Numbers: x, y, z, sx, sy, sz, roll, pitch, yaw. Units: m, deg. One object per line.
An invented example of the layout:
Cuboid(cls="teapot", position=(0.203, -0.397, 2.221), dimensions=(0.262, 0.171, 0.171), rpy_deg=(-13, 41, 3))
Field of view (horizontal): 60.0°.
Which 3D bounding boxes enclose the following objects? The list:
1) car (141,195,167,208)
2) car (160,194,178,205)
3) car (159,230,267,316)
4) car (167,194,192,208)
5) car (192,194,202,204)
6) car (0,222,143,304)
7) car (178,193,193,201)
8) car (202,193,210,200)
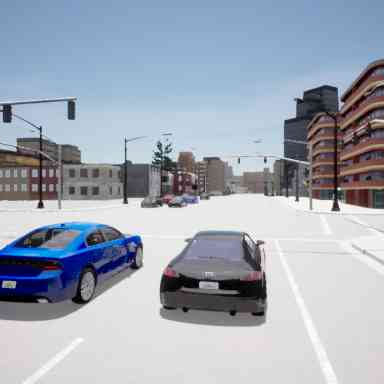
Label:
Cuboid(cls="car", position=(-5.555, 1.230, 46.515), dimensions=(2.097, 1.767, 4.553), rpy_deg=(0, 1, 11))
Cuboid(cls="car", position=(-3.793, 1.226, 55.481), dimensions=(1.882, 1.535, 5.008), rpy_deg=(0, 1, 11))
Cuboid(cls="car", position=(0.690, 1.564, 7.643), dimensions=(1.994, 1.385, 4.181), rpy_deg=(0, 0, 12))
Cuboid(cls="car", position=(-1.919, 1.409, 46.892), dimensions=(2.033, 1.411, 5.357), rpy_deg=(0, 1, 11))
Cuboid(cls="car", position=(-0.085, 1.249, 56.296), dimensions=(1.812, 1.442, 4.674), rpy_deg=(0, 1, 11))
Cuboid(cls="car", position=(-2.747, 1.478, 8.289), dimensions=(1.882, 1.535, 5.008), rpy_deg=(0, 0, 11))
Cuboid(cls="car", position=(-1.252, 1.068, 68.255), dimensions=(2.033, 1.411, 5.357), rpy_deg=(0, 1, 11))
Cuboid(cls="car", position=(2.699, 0.974, 70.173), dimensions=(1.837, 1.490, 4.892), rpy_deg=(0, 1, 11))
